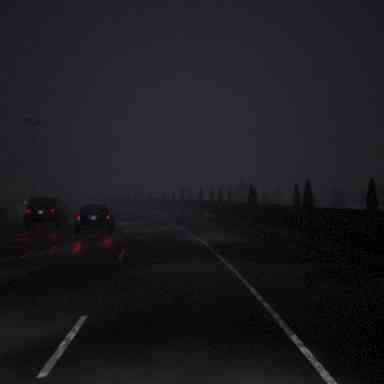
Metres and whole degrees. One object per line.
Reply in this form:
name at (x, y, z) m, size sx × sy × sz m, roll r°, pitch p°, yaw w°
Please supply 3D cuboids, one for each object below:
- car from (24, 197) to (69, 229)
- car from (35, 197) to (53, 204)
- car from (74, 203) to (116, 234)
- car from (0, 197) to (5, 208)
car at (-10.007, 1.367, 23.176) m, size 2.150 × 2.045 × 5.566 m, roll 0°, pitch 0°, yaw -14°
car at (-36.038, 1.966, 80.920) m, size 5.366 × 1.575 × 1.801 m, roll 0°, pitch 0°, yaw 41°
car at (-5.793, 1.472, 20.249) m, size 2.097 × 1.767 × 4.553 m, roll 0°, pitch 0°, yaw -11°
car at (-32.195, 1.843, 54.188) m, size 1.882 × 1.535 × 5.008 m, roll 0°, pitch 0°, yaw -35°
